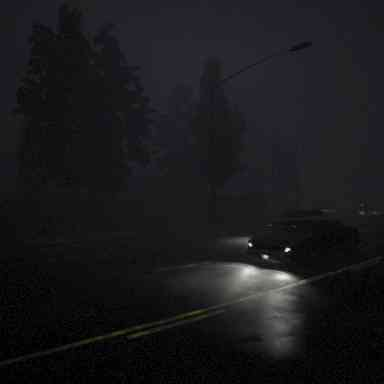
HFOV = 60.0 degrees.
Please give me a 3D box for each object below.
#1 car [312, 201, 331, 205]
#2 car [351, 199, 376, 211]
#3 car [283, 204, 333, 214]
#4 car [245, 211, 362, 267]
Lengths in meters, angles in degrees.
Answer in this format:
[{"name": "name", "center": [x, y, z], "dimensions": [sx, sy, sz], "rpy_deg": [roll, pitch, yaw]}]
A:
[{"name": "car", "center": [22.224, 2.290, 57.301], "dimensions": [2.033, 1.411, 5.357], "rpy_deg": [-1, -1, -2]}, {"name": "car", "center": [25.386, 1.898, 49.421], "dimensions": [2.097, 1.767, 4.553], "rpy_deg": [-1, -1, 6]}, {"name": "car", "center": [6.077, 1.666, 18.650], "dimensions": [1.837, 1.490, 4.892], "rpy_deg": [0, -1, 44]}, {"name": "car", "center": [4.283, 1.644, 12.110], "dimensions": [5.357, 1.411, 2.033], "rpy_deg": [0, -1, -41]}]
